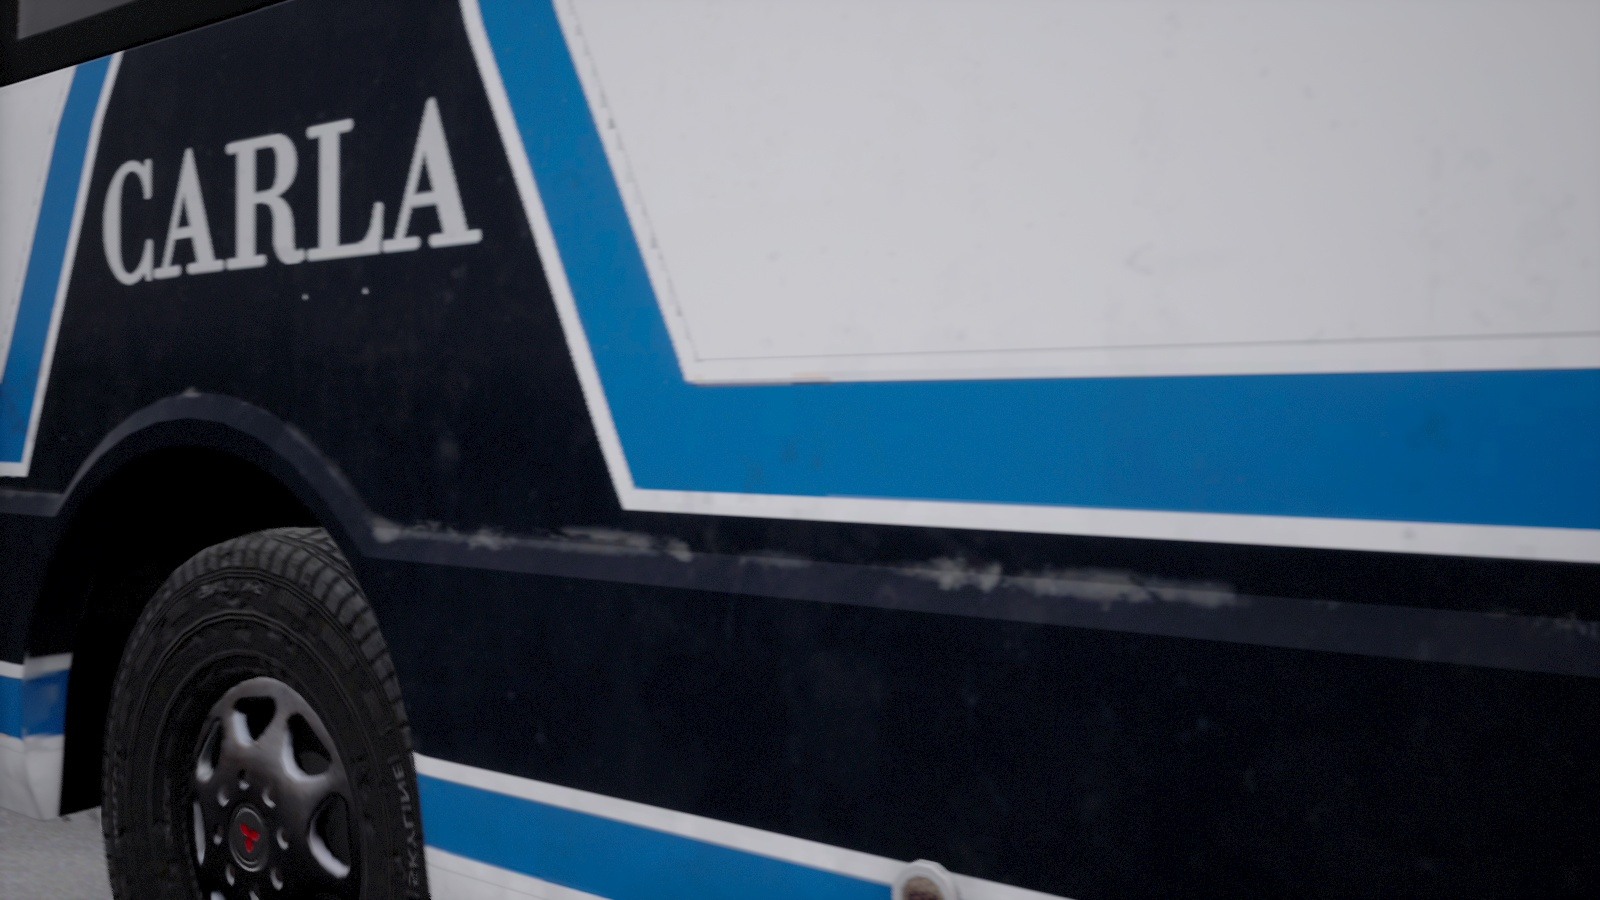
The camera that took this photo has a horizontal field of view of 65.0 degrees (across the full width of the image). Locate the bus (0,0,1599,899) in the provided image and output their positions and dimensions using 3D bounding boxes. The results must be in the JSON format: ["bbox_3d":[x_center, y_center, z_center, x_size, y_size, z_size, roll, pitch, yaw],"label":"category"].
[{"bbox_3d":[-2.524,-0.694,5.274,10.273,4.253,3.944,0,1,34],"label":"bus"}]
